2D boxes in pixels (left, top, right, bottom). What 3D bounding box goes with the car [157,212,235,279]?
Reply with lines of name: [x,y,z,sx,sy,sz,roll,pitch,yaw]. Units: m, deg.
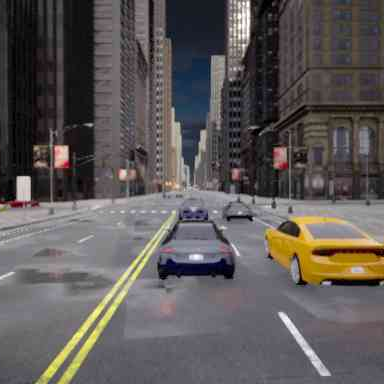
car: [0.101,1.505,9.884,1.994,1.385,4.181,0,0,0]

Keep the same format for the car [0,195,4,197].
car: [-29.066,1.386,47.138,5.009,1.841,2.192,-1,1,0]

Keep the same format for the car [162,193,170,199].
car: [-6.489,0.981,84.188,1.812,1.442,4.674,0,0,0]

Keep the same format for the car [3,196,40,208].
car: [-23.975,1.547,47.125,4.507,1.381,1.887,-1,1,0]

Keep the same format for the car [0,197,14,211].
car: [-23.836,1.612,38.597,4.829,1.417,1.752,-1,1,0]

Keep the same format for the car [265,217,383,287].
car: [3.352,1.422,9.215,1.882,1.535,5.008,0,0,0]

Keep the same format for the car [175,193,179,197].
car: [-3.238,0.997,84.189,2.033,1.411,5.357,0,0,0]

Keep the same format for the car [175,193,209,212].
car: [0.104,1.205,24.490,2.097,1.767,4.553,0,0,0]

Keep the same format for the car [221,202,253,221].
car: [3.354,1.412,25.187,1.994,1.385,4.181,0,0,0]
